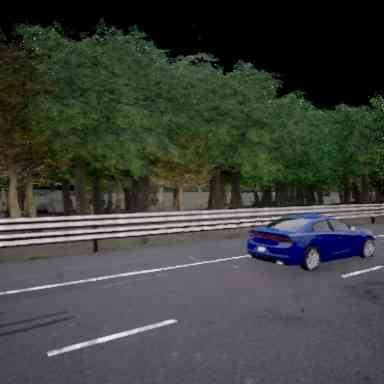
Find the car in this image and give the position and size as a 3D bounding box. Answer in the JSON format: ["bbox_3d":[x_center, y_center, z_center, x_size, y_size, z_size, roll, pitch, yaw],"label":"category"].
[{"bbox_3d":[3.997,1.476,10.853,5.008,1.535,1.882,0,0,-35],"label":"car"}]
